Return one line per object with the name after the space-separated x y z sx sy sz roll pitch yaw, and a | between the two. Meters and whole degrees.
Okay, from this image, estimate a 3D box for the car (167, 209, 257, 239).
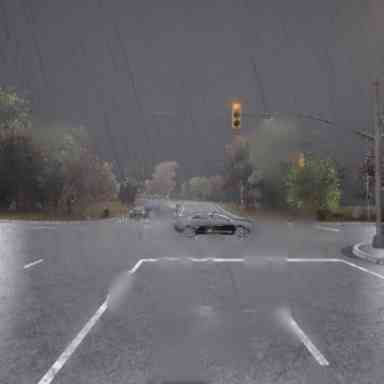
1.278 1.891 19.206 4.902 1.511 2.128 0 -2 2 | car

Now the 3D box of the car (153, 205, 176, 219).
-3.655 2.874 45.371 2.033 1.411 5.357 0 -1 0 | car

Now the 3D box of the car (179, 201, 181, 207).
-3.597 2.816 76.981 1.837 1.490 4.892 0 1 0 | car

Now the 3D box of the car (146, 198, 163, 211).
-7.129 2.705 62.691 2.150 2.045 5.566 0 0 0 | car

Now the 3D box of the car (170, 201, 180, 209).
-3.636 3.013 61.652 1.812 1.442 4.674 0 0 0 | car

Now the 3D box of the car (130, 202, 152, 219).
-7.151 2.684 45.567 2.097 1.767 4.553 0 -1 0 | car
